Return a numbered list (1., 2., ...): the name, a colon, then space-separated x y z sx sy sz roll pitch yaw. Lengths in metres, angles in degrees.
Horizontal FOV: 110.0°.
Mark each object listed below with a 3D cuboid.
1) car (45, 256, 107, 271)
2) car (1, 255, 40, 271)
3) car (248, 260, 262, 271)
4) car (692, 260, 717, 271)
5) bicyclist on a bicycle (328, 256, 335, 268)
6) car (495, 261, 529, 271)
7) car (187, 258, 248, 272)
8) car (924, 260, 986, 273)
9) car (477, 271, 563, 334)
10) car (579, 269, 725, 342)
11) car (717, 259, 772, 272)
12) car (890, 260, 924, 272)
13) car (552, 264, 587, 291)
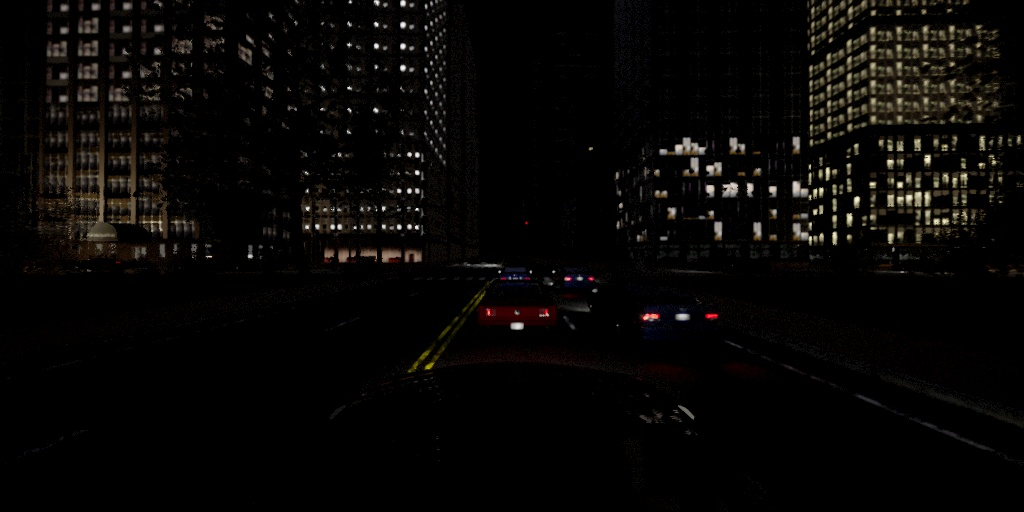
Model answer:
1. car: -48.122 0.969 39.598 4.181 1.385 1.994 0 0 3
2. car: -51.700 0.899 36.476 4.674 1.442 1.812 0 0 3
3. car: -29.375 1.001 38.893 4.181 1.385 1.994 0 0 2
4. car: 24.778 1.126 43.264 5.357 1.411 2.033 0 0 2
5. bicyclist on a bicycle: -24.943 0.829 49.603 0.582 1.620 1.656 0 0 2
6. car: 0.185 1.173 20.636 2.033 1.411 5.357 0 0 0
7. car: -29.702 0.903 35.654 4.902 1.511 2.128 0 0 2
8. car: 48.733 1.111 39.185 4.674 1.442 1.812 0 0 2
9. car: 0.138 1.295 10.358 1.895 1.301 4.718 0 0 0
10. car: 3.383 1.246 9.596 2.033 1.411 5.357 0 0 0
11. car: 26.171 1.049 39.965 4.902 1.511 2.128 0 0 2
12. car: 47.688 1.174 42.474 4.181 1.385 1.994 0 0 2
13. car: 3.435 1.174 20.597 2.033 1.411 5.357 0 0 0
